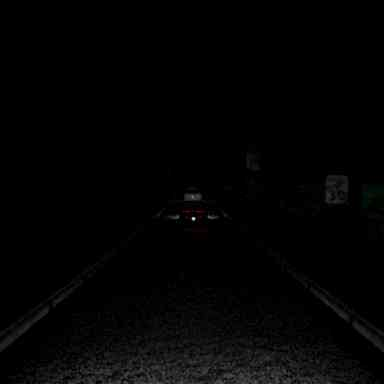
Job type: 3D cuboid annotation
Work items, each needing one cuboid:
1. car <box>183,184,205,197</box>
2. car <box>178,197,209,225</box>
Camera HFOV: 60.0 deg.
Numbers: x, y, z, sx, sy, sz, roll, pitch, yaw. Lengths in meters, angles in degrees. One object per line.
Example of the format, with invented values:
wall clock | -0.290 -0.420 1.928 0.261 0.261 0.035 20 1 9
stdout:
car | 0.088 0.480 40.589 2.150 2.045 5.566 0 3 0
car | 0.093 1.351 22.908 1.837 1.490 4.892 0 1 0
